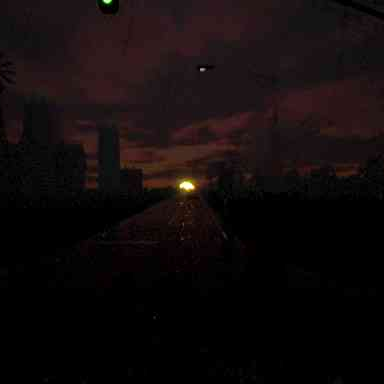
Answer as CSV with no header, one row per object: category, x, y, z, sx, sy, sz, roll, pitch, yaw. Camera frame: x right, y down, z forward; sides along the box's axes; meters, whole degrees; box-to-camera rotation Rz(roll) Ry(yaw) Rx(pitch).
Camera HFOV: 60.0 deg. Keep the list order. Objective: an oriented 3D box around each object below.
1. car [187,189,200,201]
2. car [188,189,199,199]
car,0.186,0.564,48.634,2.033,1.411,5.357,-1,1,0
car,0.230,0.327,59.054,1.837,1.490,4.892,-1,1,0
